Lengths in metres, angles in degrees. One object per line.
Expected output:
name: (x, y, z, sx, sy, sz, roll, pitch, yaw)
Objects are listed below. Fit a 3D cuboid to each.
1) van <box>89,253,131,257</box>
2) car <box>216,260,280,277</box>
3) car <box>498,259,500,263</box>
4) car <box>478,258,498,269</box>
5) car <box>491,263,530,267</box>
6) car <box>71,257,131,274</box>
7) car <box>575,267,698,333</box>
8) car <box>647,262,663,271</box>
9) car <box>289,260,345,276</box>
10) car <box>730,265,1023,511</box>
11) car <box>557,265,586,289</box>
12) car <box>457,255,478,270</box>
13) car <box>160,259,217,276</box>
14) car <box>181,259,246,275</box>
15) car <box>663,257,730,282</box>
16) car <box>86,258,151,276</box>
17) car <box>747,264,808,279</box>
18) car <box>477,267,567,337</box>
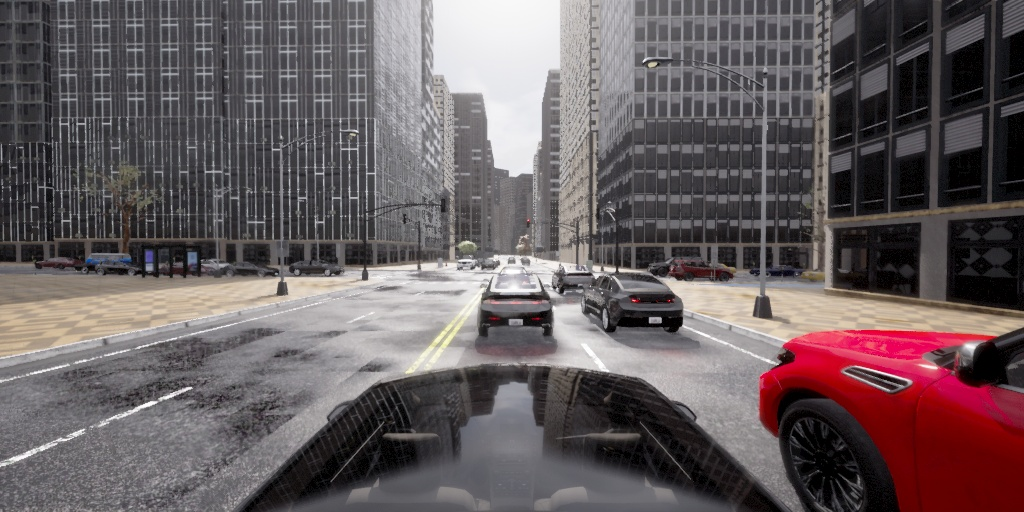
van: (-45.326, 0.604, 40.317, 3.998, 1.789, 1.690, 0, 0, 1)
car: (-22.761, 1.173, 31.372, 4.313, 1.339, 1.948, 0, 0, 1)
car: (-3.390, 1.267, 61.641, 1.994, 1.385, 4.181, 0, 0, 0)
car: (-3.389, 1.192, 52.055, 1.882, 1.535, 5.008, 0, 0, 0)
car: (0.082, 1.288, 20.017, 2.033, 1.411, 5.357, 0, 0, 0)
car: (-38.616, 1.020, 34.393, 4.718, 1.301, 1.895, 1, 1, 1)
car: (3.340, 1.251, 10.776, 1.837, 1.490, 4.892, 0, 0, 0)
car: (16.810, 1.088, 36.634, 5.566, 2.045, 2.150, 1, 1, 1)
car: (-18.439, 1.108, 33.978, 4.892, 1.490, 1.837, 1, 1, 2)
car: (3.348, 0.972, 0.912, 2.150, 2.045, 5.566, 0, 0, 0)
car: (3.332, 1.232, 20.024, 2.128, 1.511, 4.902, 0, 0, 0)
car: (-6.639, 0.935, 52.503, 2.150, 2.045, 5.566, 0, 0, 0)
car: (-28.445, 1.138, 31.499, 4.207, 1.307, 1.802, 0, 0, 1)
car: (-28.394, 1.038, 34.188, 4.674, 1.442, 1.812, 1, 1, 1)
car: (16.164, 1.269, 30.882, 5.009, 1.841, 2.192, 0, 0, 1)
car: (-34.126, 1.069, 31.667, 4.313, 1.339, 1.948, 0, 0, 1)
car: (26.934, 1.556, 36.486, 4.718, 1.301, 1.895, 1, 1, 1)
car: (0.091, 1.238, 10.281, 2.128, 1.511, 4.902, 0, 0, 0)
